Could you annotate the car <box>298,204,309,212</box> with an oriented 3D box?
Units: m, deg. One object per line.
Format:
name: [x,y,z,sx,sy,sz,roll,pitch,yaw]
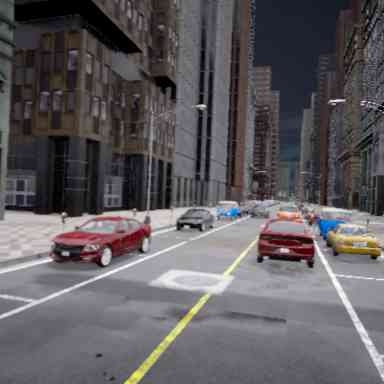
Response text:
car: [22.961,3.212,68.463,1.887,1.381,4.507,2,-1,17]

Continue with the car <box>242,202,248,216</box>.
car: [5.148,2.168,38.485,1.947,1.339,4.313,2,-1,17]

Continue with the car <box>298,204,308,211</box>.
car: [24.568,3.357,73.864,1.947,1.339,4.313,2,-1,17]

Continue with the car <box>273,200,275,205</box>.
car: [21.179,3.356,92.334,1.752,1.417,4.829,2,-1,17]

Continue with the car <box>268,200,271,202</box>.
car: [16.408,2.904,76.295,1.967,1.590,4.097,2,-1,17]

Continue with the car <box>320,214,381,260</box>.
car: [6.933,1.966,14.619,1.752,1.417,4.829,2,-1,17]

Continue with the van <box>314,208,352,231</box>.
van: [8.500,1.901,19.858,1.690,1.788,3.998,2,-1,17]

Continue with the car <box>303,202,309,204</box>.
car: [18.142,2.738,52.262,1.967,1.590,4.097,2,-1,17]

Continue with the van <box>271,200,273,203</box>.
van: [19.628,3.052,87.098,1.690,1.788,3.998,2,-1,17]

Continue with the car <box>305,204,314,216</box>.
car: [11.711,2.246,30.659,1.967,1.590,4.097,2,-1,17]

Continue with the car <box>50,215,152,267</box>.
car: [-2.890,1.533,11.480,1.887,1.381,4.507,2,-1,17]

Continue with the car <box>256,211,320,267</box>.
car: [3.654,1.761,12.911,1.882,1.535,5.008,2,-1,17]

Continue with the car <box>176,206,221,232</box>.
car: [0.325,1.799,22.281,1.947,1.339,4.313,2,-1,17]

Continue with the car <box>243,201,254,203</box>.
car: [6.756,2.291,43.886,1.947,1.339,4.313,2,-1,17]

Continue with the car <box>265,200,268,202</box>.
car: [13.192,2.658,65.492,1.967,1.590,4.097,2,-1,17]

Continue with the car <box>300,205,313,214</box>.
car: [19.745,2.987,57.661,1.947,1.339,4.313,2,-1,17]

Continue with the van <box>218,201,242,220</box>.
van: [3.549,1.820,33.086,1.690,1.788,3.998,2,-1,17]

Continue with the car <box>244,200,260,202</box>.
car: [8.374,2.163,49.290,2.192,1.841,5.009,2,-1,17]

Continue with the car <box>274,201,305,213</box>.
car: [8.371,1.995,28.744,2.097,1.767,4.553,2,-1,17]

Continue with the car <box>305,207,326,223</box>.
car: [13.364,2.458,36.222,1.752,1.417,4.829,2,-1,17]

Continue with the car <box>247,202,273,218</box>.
car: [7.771,2.214,37.787,1.837,1.490,4.892,2,-1,17]
